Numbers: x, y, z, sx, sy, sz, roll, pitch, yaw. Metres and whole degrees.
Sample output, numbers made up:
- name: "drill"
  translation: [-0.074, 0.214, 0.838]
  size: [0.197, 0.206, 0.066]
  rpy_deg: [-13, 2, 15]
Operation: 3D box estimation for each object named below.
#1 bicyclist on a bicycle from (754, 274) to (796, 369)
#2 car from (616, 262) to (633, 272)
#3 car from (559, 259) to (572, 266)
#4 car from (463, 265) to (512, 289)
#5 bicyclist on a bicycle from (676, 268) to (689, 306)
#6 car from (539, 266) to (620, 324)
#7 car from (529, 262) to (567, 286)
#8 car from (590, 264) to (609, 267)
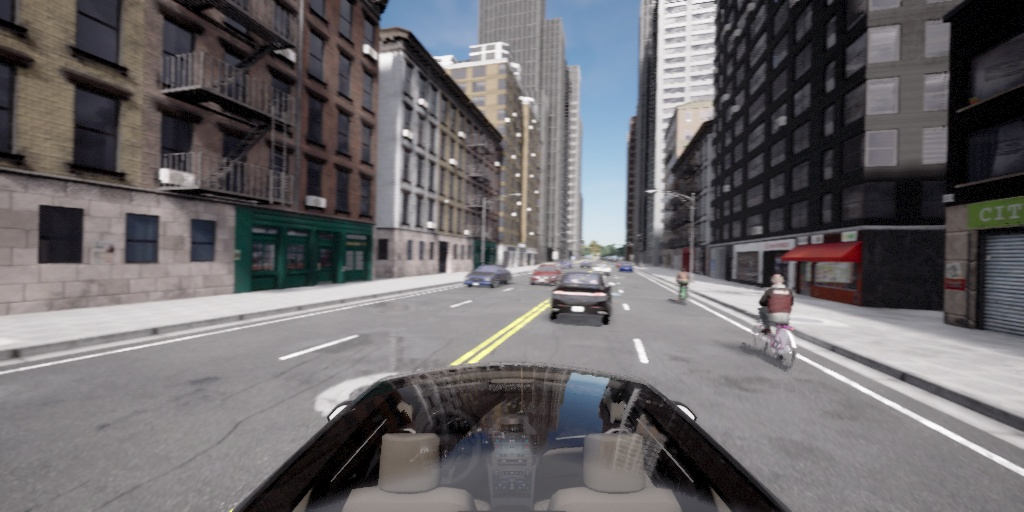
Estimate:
- name: "bicyclist on a bicycle"
  translation: [5.274, 1.246, 7.276]
  size: [0.659, 1.776, 1.843]
  rpy_deg: [1, 0, 15]
- name: "car"
  translation: [17.237, 1.730, 54.306]
  size: [1.994, 1.385, 4.181]
  rpy_deg: [1, 0, 15]
- name: "car"
  translation: [9.345, 1.336, 62.928]
  size: [2.097, 1.767, 4.553]
  rpy_deg: [1, 0, 16]
- name: "car"
  translation: [-1.418, 1.277, 23.611]
  size: [2.033, 1.411, 5.357]
  rpy_deg: [1, 0, 15]
- name: "bicyclist on a bicycle"
  translation: [7.689, 1.390, 16.160]
  size: [0.582, 1.620, 1.656]
  rpy_deg: [1, 0, 15]
- name: "car"
  translation: [2.513, 1.306, 12.531]
  size: [2.128, 1.511, 4.902]
  rpy_deg: [1, 0, 15]
- name: "car"
  translation: [2.588, 1.349, 25.944]
  size: [1.812, 1.442, 4.674]
  rpy_deg: [1, 0, 15]
- name: "car"
  translation: [10.579, 1.613, 42.207]
  size: [1.895, 1.301, 4.718]
  rpy_deg: [1, 0, 15]
